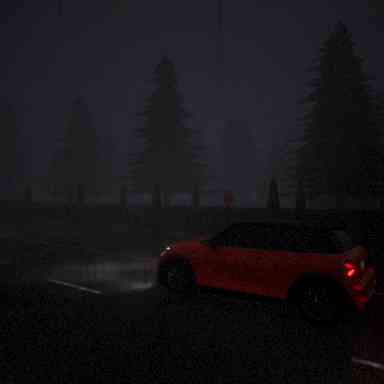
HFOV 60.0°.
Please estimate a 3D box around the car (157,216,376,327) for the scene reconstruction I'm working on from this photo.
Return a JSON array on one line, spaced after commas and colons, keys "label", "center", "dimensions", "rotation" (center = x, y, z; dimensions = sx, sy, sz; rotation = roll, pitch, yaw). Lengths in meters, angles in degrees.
[{"label": "car", "center": [1.387, 1.365, 7.301], "dimensions": [4.553, 1.767, 2.097], "rotation": [0, 0, 35]}]
